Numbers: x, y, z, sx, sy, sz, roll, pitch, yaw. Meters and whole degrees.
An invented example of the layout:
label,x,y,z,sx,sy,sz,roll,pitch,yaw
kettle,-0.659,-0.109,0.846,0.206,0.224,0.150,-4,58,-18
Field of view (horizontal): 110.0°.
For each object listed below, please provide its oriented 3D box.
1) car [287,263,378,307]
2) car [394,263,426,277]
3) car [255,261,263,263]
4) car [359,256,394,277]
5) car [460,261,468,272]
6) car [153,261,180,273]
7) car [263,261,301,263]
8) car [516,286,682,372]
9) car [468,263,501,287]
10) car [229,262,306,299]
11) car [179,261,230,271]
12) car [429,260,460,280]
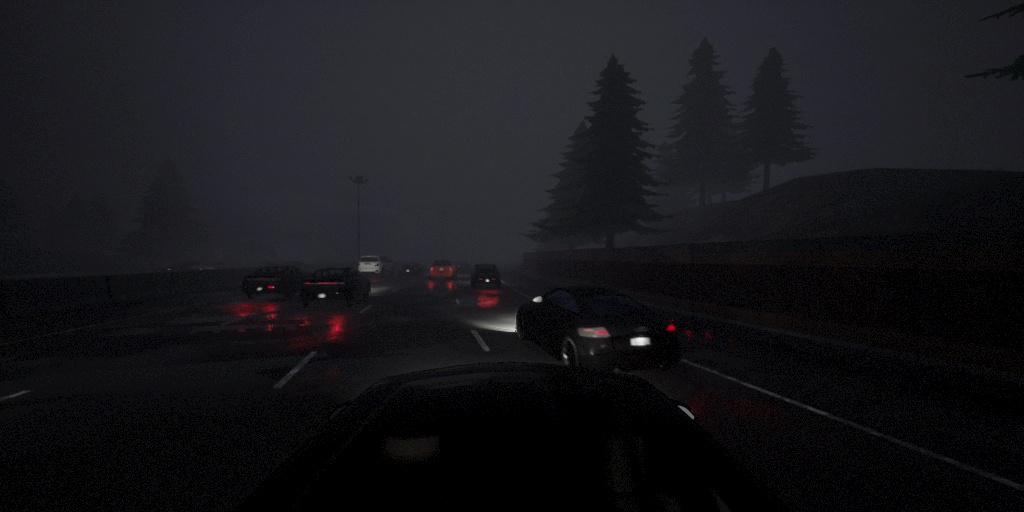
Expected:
label,x,y,z,sx,sy,sz,roll,pitch,yaw
car,-7.501,1.245,15.622,2.128,1.511,4.902,0,0,-11
car,-9.774,1.330,35.292,1.994,1.385,4.181,0,0,-3
car,-27.587,1.277,39.746,1.812,1.442,4.674,0,0,-1
car,-13.304,0.982,35.427,2.150,2.045,5.566,0,0,-3
car,-6.392,1.326,45.494,2.033,1.411,5.357,0,0,1
car,-34.543,1.249,37.511,1.837,1.490,4.892,0,-1,-1
car,-24.069,1.261,38.759,1.837,1.490,4.892,0,0,-1
car,1.491,1.320,7.587,1.994,1.385,4.181,0,0,-15
car,-1.876,1.271,24.718,1.837,1.490,4.892,0,0,-8
car,-11.505,1.242,18.134,2.128,1.511,4.902,0,0,-10
car,-31.034,1.271,36.957,1.812,1.442,4.674,0,0,-1
car,-6.094,1.123,32.165,2.097,1.767,4.553,0,0,-5
